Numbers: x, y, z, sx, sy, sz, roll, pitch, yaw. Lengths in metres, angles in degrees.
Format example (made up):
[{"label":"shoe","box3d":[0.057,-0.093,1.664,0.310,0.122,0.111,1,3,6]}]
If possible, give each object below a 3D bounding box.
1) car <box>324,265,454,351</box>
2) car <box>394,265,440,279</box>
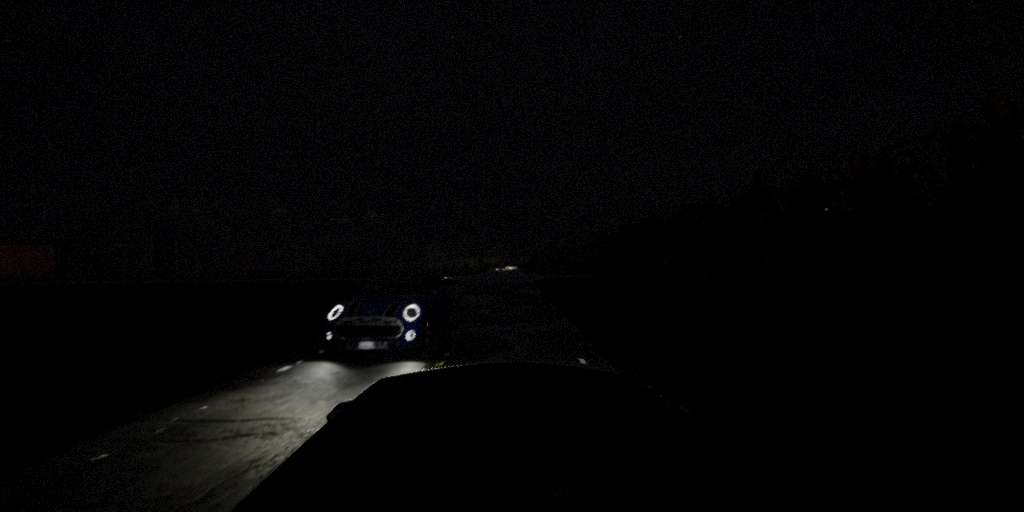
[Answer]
[{"label":"car","box3d":[-2.848,1.179,9.262,2.097,1.767,4.553,0,-1,0]},{"label":"car","box3d":[-11.199,1.846,42.277,4.892,1.490,1.837,1,-1,0]}]
